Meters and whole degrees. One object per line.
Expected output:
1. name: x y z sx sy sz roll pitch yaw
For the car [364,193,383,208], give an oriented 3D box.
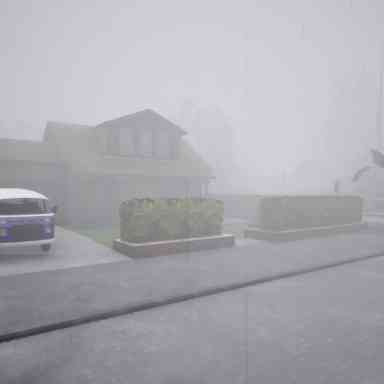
1. car: 23.118 0.985 40.284 3.866 1.878 1.905 0 0 0
